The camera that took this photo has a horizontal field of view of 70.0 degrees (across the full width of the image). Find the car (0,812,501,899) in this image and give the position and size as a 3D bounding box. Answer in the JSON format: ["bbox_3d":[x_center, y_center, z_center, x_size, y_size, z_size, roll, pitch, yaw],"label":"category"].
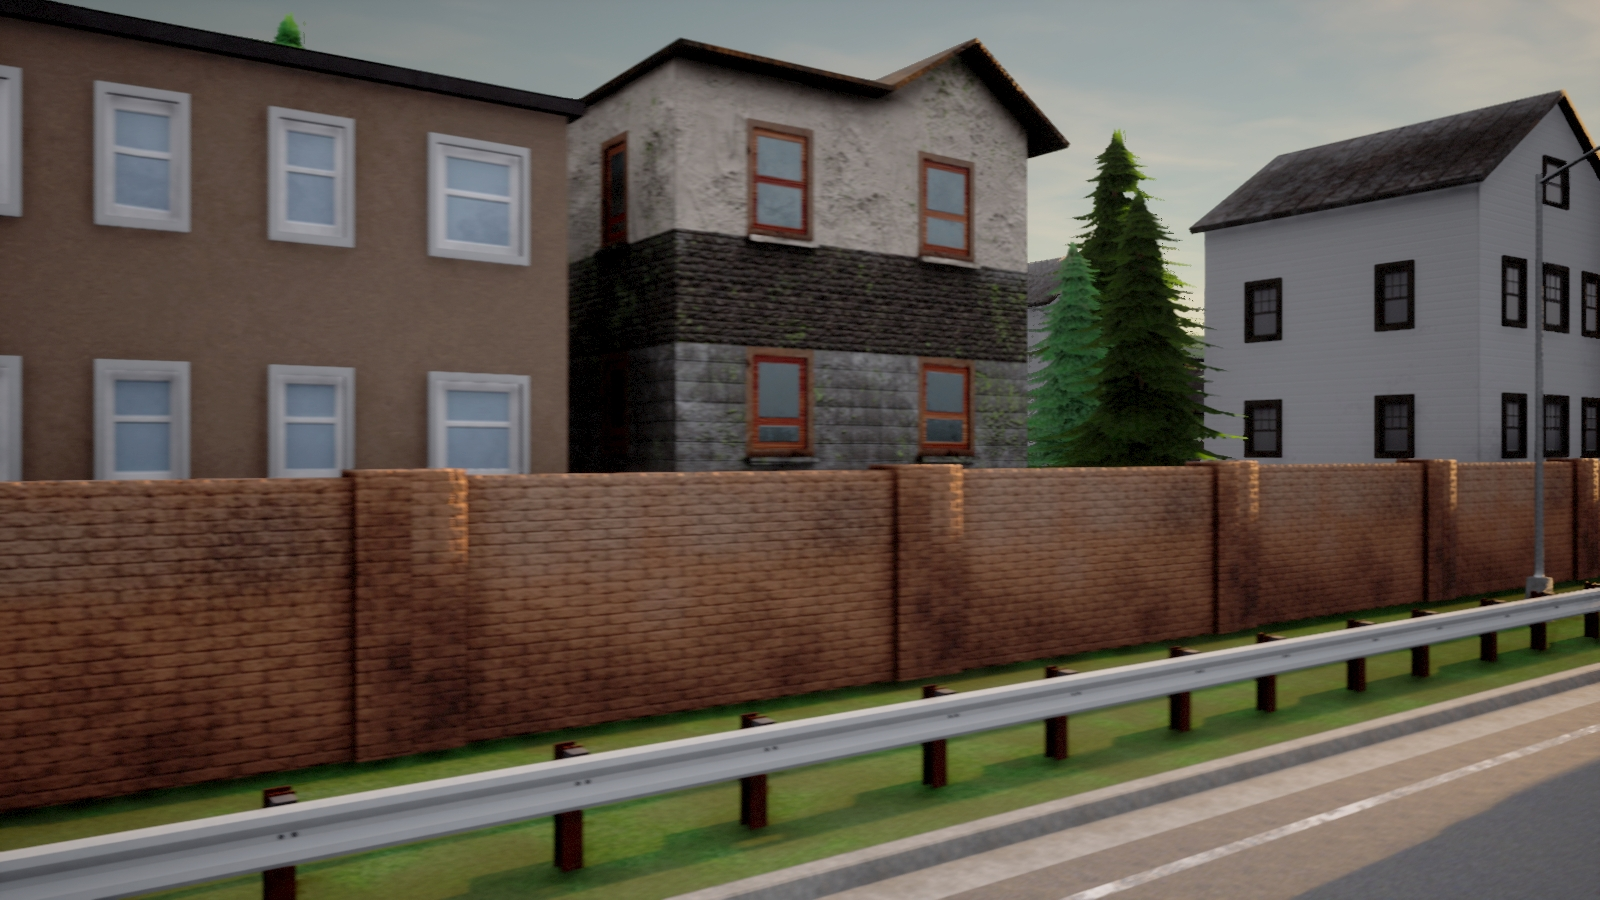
[{"bbox_3d":[-2.675,2.040,1.918,4.514,1.525,2.007,0,0,-35],"label":"car"}]
